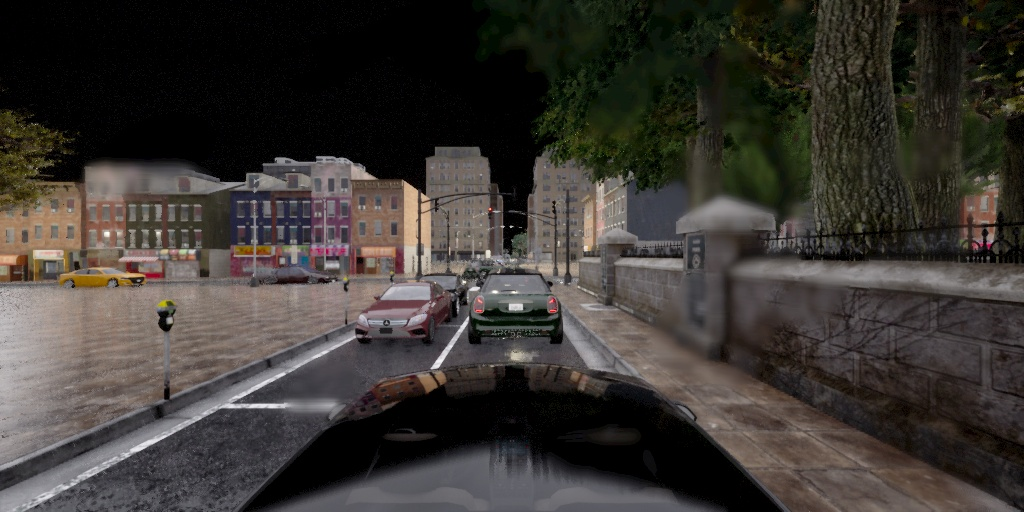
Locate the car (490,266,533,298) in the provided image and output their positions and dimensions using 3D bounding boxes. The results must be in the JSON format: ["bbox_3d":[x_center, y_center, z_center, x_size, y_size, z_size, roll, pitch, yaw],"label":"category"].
[{"bbox_3d":[-0.147,1.313,19.171,1.994,1.385,4.181,0,0,-5],"label":"car"}]

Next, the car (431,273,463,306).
[{"bbox_3d":[-2.640,1.315,13.274,1.948,1.339,4.313,0,0,0],"label":"car"}]

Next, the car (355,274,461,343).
[{"bbox_3d":[-2.639,1.331,9.611,1.802,1.307,4.207,0,0,0],"label":"car"}]

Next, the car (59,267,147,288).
[{"bbox_3d":[-29.692,1.573,26.124,5.008,1.535,1.882,-1,0,0],"label":"car"}]

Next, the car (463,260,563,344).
[{"bbox_3d":[0.072,1.101,9.727,2.097,1.767,4.553,0,0,0],"label":"car"}]

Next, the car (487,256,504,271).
[{"bbox_3d":[-2.304,0.960,51.729,2.150,2.045,5.566,0,0,0],"label":"car"}]

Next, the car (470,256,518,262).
[{"bbox_3d":[-1.782,1.107,30.003,4.553,1.767,2.097,-1,0,-43],"label":"car"}]

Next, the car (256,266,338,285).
[{"bbox_3d":[-15.694,1.451,26.168,5.357,1.411,2.033,-1,0,0],"label":"car"}]
